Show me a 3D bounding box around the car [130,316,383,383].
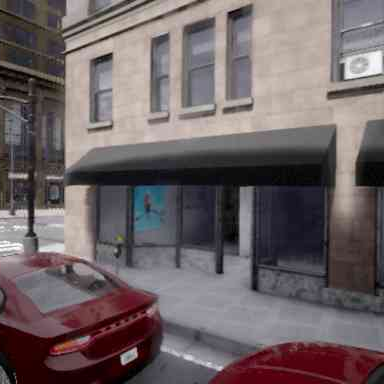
[{"bbox_3d":[2.021,1.545,1.507,4.507,1.381,1.887,0,1,36],"label":"car"}]

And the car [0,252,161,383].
[{"bbox_3d":[-2.460,1.545,4.706,4.507,1.381,1.887,0,1,36],"label":"car"}]
